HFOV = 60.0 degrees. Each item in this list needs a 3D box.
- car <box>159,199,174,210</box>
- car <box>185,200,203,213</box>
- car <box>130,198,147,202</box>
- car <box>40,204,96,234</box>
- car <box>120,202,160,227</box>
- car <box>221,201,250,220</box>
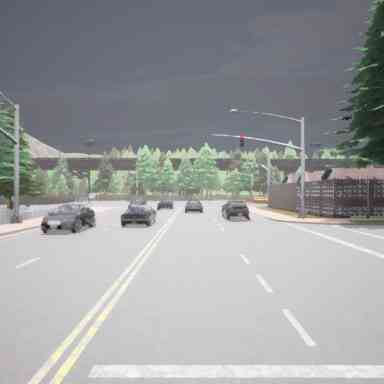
[{"bbox_3d":[-3.371,1.608,43.722,1.895,1.301,4.718,0,0,0],"label":"car"},{"bbox_3d":[0.209,1.564,36.970,1.994,1.385,4.181,0,0,0],"label":"car"},{"bbox_3d":[-6.879,1.493,43.005,2.128,1.511,4.902,0,0,0],"label":"car"},{"bbox_3d":[-7.042,1.491,19.399,2.128,1.511,4.902,0,0,0],"label":"car"},{"bbox_3d":[-3.533,1.601,22.569,1.895,1.301,4.718,0,0,0],"label":"car"},{"bbox_3d":[3.687,1.504,28.439,1.837,1.490,4.892,-1,0,-2],"label":"car"}]
